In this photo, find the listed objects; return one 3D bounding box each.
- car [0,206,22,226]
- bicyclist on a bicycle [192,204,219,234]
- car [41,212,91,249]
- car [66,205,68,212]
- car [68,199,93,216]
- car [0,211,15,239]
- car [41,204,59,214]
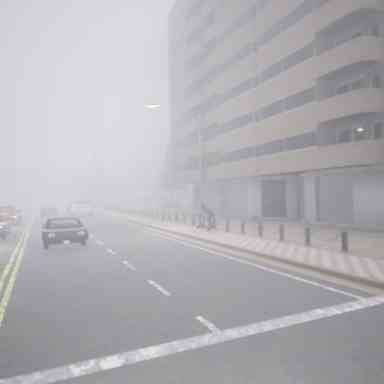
[{"bbox_3d":[-16.211,2.008,29.124,2.097,1.767,4.553,-1,-1,-24],"label":"car"},{"bbox_3d":[0.757,1.460,18.329,1.656,1.620,0.582,-1,0,-25],"label":"bicyclist on a bicycle"},{"bbox_3d":[-6.402,1.918,16.525,1.895,1.301,4.718,-1,-1,-25],"label":"car"},{"bbox_3d":[-17.286,2.195,48.810,2.097,1.767,4.553,-1,-1,-25],"label":"car"},{"bbox_3d":[-13.336,1.898,40.138,2.150,2.045,5.566,-1,-1,-24],"label":"car"},{"bbox_3d":[-12.124,2.085,20.132,1.895,1.301,4.718,-1,-1,-25],"label":"car"},{"bbox_3d":[-17.330,2.253,40.469,1.882,1.535,5.008,-1,0,-25],"label":"car"}]
